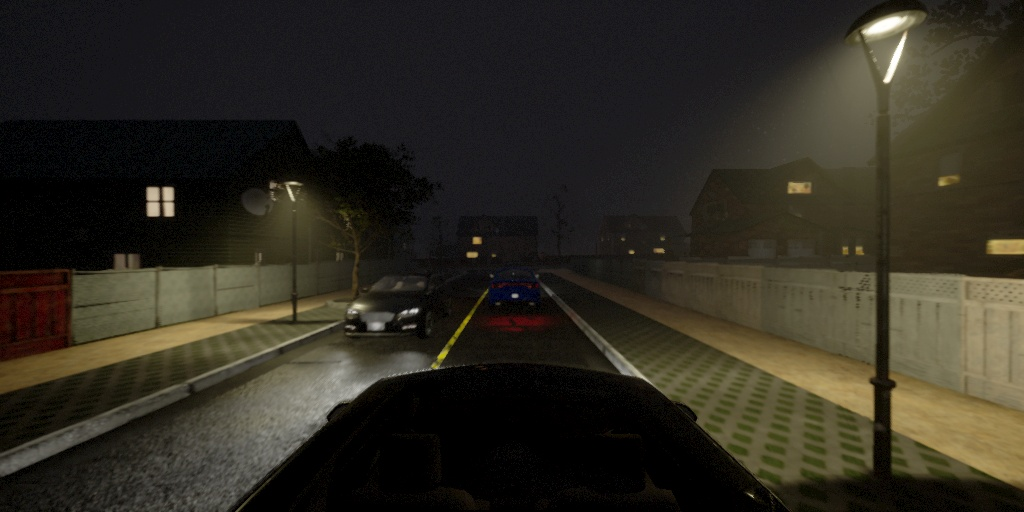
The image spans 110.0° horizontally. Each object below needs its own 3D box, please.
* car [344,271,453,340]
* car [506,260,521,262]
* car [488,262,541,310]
[{"bbox_3d":[-2.847,1.197,9.953,2.128,1.511,4.902,0,0,0],"label":"car"},{"bbox_3d":[0.102,1.123,30.781,1.837,1.490,4.892,0,0,0],"label":"car"},{"bbox_3d":[0.101,1.161,14.454,1.882,1.535,5.008,0,0,0],"label":"car"}]
